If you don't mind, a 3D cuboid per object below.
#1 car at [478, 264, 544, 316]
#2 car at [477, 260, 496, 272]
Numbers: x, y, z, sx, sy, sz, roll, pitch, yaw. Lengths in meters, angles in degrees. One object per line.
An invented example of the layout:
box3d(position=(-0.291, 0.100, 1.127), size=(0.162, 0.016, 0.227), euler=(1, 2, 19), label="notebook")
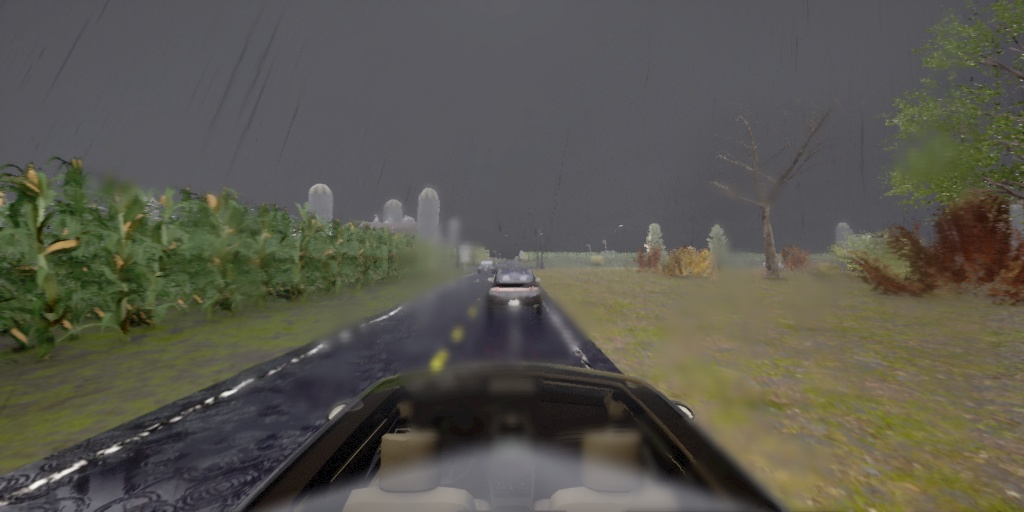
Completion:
box3d(position=(0.101, 1.217, 13.140), size=(2.128, 1.511, 4.902), euler=(0, 0, 0), label="car")
box3d(position=(-2.760, 1.206, 40.040), size=(1.812, 1.442, 4.674), euler=(0, 0, 0), label="car")
